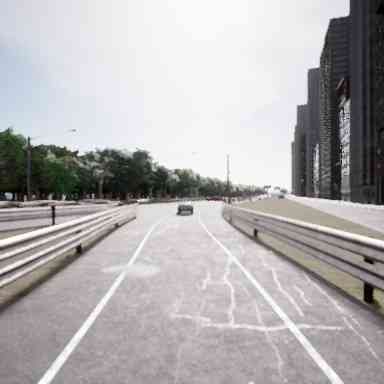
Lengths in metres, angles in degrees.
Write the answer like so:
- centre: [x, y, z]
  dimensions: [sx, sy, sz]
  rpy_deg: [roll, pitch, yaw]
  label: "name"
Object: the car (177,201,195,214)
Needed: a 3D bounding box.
- centre: [-0.694, 1.834, 40.336]
  dimensions: [2.128, 1.511, 4.902]
  rpy_deg: [0, -1, 2]
  label: "car"
